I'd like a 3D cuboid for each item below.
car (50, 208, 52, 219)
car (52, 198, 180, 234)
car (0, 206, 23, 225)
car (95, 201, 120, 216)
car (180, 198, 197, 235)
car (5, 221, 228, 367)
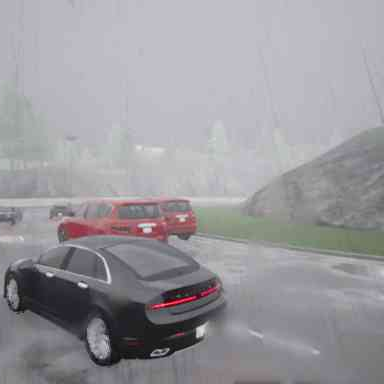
[{"bbox_3d":[-11.588,1.610,30.188,1.837,1.490,4.892,0,0,-13],"label":"car"},{"bbox_3d":[-3.110,1.277,12.371,2.150,2.045,5.566,0,0,-40],"label":"car"},{"bbox_3d":[-13.689,1.660,24.394,1.895,1.301,4.718,0,0,-19],"label":"car"},{"bbox_3d":[-8.831,1.715,35.100,1.994,1.385,4.181,0,0,-7],"label":"car"},{"bbox_3d":[-2.018,1.308,16.649,2.150,2.045,5.566,0,0,-37],"label":"car"},{"bbox_3d":[-1.651,1.532,5.920,4.892,1.490,1.837,0,0,42],"label":"car"}]
